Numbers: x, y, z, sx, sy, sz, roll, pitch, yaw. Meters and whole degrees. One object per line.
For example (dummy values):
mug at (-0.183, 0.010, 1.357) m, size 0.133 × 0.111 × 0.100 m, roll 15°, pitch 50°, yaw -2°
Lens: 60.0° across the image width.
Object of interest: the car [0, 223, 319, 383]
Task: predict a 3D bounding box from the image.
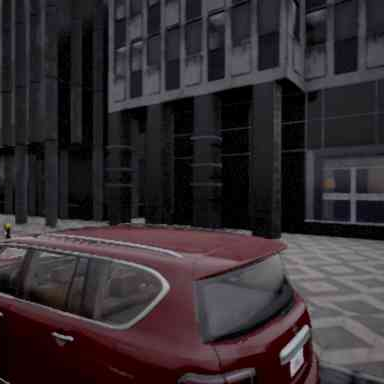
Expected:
car at (-1.189, 1.304, 3.803) m, size 5.009 × 1.841 × 2.192 m, roll 0°, pitch 0°, yaw 35°
